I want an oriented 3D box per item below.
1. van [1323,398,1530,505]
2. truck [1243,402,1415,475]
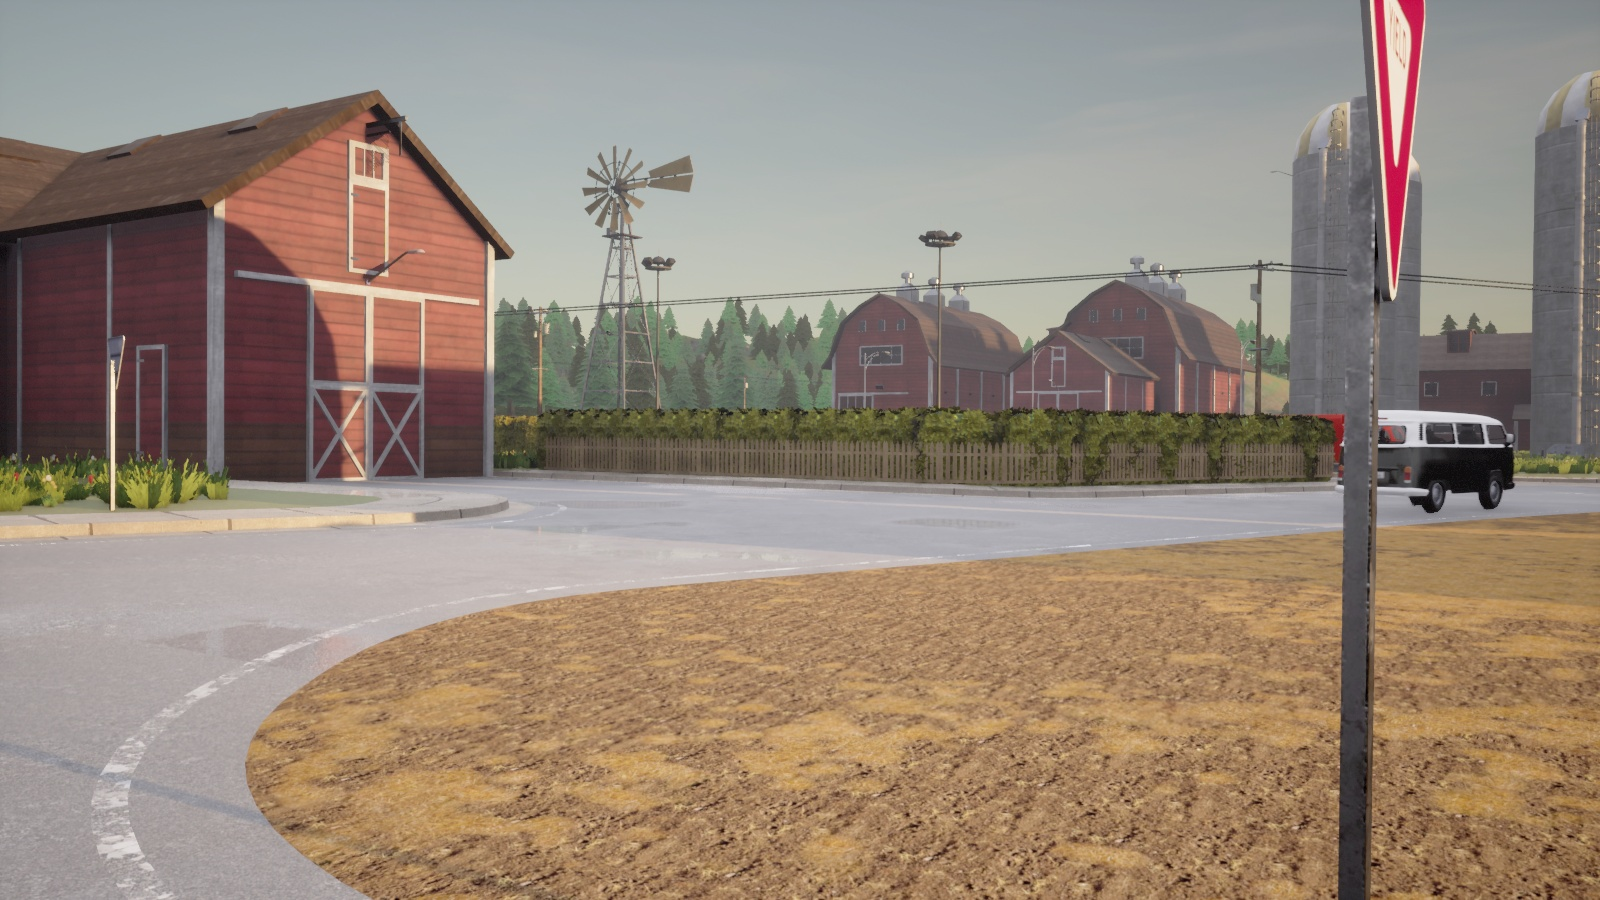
[{"bbox_3d":[13.023,-0.025,26.019,4.480,2.038,2.069,-1,1,-37],"label":"van"},{"bbox_3d":[19.153,-0.411,45.557,5.204,2.467,2.627,0,1,40],"label":"truck"}]
